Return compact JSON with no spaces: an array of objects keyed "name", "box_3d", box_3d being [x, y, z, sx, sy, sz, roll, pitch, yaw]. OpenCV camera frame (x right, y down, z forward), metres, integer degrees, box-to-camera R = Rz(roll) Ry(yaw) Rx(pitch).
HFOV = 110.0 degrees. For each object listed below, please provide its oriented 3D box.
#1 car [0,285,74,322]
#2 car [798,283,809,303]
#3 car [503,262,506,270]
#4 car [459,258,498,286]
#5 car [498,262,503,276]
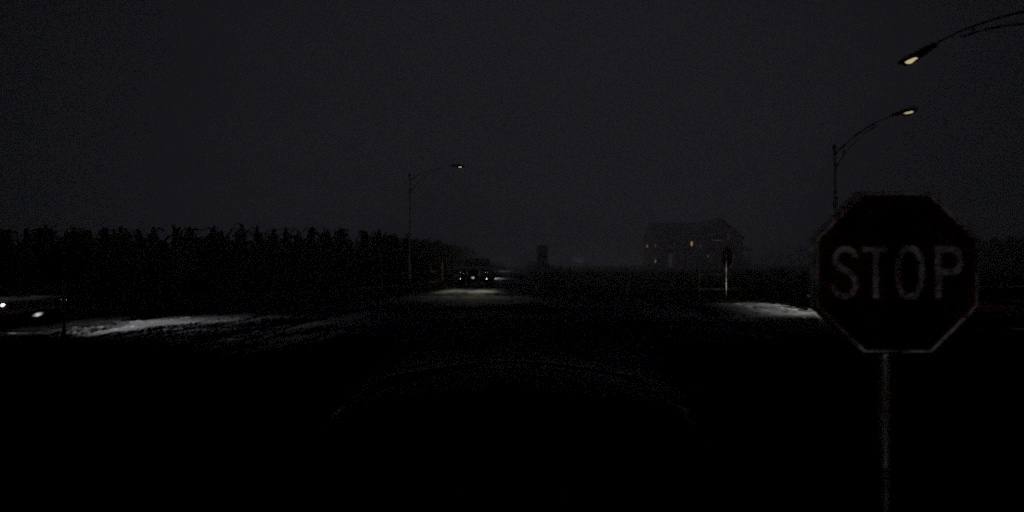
[{"name":"car","box_3d":[-17.305,1.579,11.494,4.718,1.301,1.895,-1,-1,2]},{"name":"car","box_3d":[13.613,1.200,13.568,4.674,1.442,1.812,-1,-1,2]},{"name":"car","box_3d":[-2.052,1.705,61.197,2.033,1.411,5.357,0,0,1]},{"name":"car","box_3d":[-2.561,1.138,27.107,2.150,2.045,5.566,0,0,2]},{"name":"car","box_3d":[-2.383,1.550,39.554,2.033,1.411,5.357,0,0,1]}]
